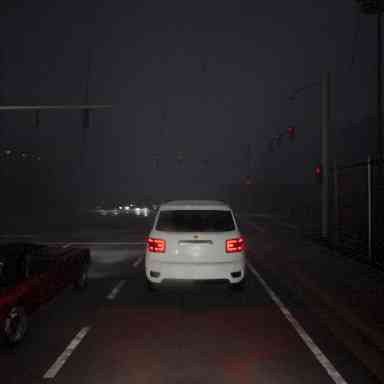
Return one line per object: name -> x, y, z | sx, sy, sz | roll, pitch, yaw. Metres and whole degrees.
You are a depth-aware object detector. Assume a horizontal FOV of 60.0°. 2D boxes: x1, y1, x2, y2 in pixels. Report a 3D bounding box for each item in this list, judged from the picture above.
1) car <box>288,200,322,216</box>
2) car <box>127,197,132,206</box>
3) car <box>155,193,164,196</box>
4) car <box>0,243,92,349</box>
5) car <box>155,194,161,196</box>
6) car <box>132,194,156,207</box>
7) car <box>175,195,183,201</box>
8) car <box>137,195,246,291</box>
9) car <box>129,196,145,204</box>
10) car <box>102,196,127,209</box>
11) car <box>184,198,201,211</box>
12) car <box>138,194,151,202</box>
car -> 11.972, 1.546, 32.720 | 4.902, 1.511, 2.128 | 0, 0, 0
car -> -10.504, 1.491, 53.780 | 2.128, 1.511, 4.902 | 0, 0, 0
car -> -6.889, 1.221, 68.988 | 2.150, 2.045, 5.566 | 0, 0, 0
car -> -3.433, 1.601, 6.207 | 1.895, 1.301, 4.718 | 0, 0, 1
car -> -6.981, 1.525, 58.275 | 1.812, 1.442, 4.674 | 0, 0, 0
car -> -7.008, 1.491, 49.016 | 2.128, 1.511, 4.902 | 0, 0, 0
car -> -3.361, 1.540, 86.071 | 2.033, 1.411, 5.357 | 0, 0, 0
car -> 0.087, 1.221, 9.132 | 2.150, 2.045, 5.566 | 0, 0, 0
car -> -10.449, 1.491, 63.171 | 2.128, 1.511, 4.902 | 0, 0, 1
car -> -10.522, 1.352, 44.627 | 2.097, 1.767, 4.553 | 0, 0, 0
car -> 0.021, 1.524, 41.506 | 1.812, 1.442, 4.674 | -1, 0, -3
car -> -10.382, 1.354, 73.220 | 2.097, 1.767, 4.553 | 0, 0, 0
